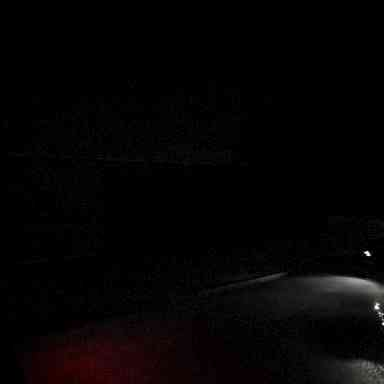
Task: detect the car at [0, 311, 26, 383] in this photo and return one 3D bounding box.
[{"bbox_3d":[-3.693,1.614,1.957,4.718,1.301,1.895,0,0,-35],"label":"car"}]

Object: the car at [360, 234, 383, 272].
[{"bbox_3d":[6.994,1.476,9.477,5.357,1.411,2.033,0,0,-35],"label":"car"}]
